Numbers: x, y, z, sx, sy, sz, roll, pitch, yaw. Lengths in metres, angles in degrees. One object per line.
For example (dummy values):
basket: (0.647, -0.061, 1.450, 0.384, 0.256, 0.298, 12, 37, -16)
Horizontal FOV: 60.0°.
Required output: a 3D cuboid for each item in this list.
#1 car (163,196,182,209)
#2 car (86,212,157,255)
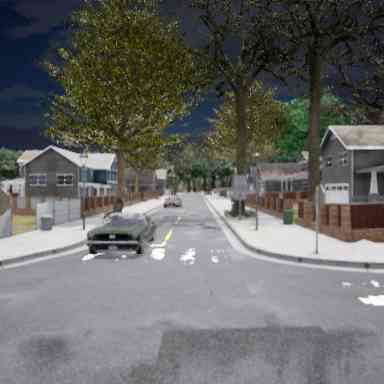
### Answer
car: (-2.180, 1.173, 38.542, 1.994, 1.385, 4.181, 0, 1, 1)
car: (-2.547, 1.496, 12.985, 1.895, 1.301, 4.718, 0, 1, 1)
